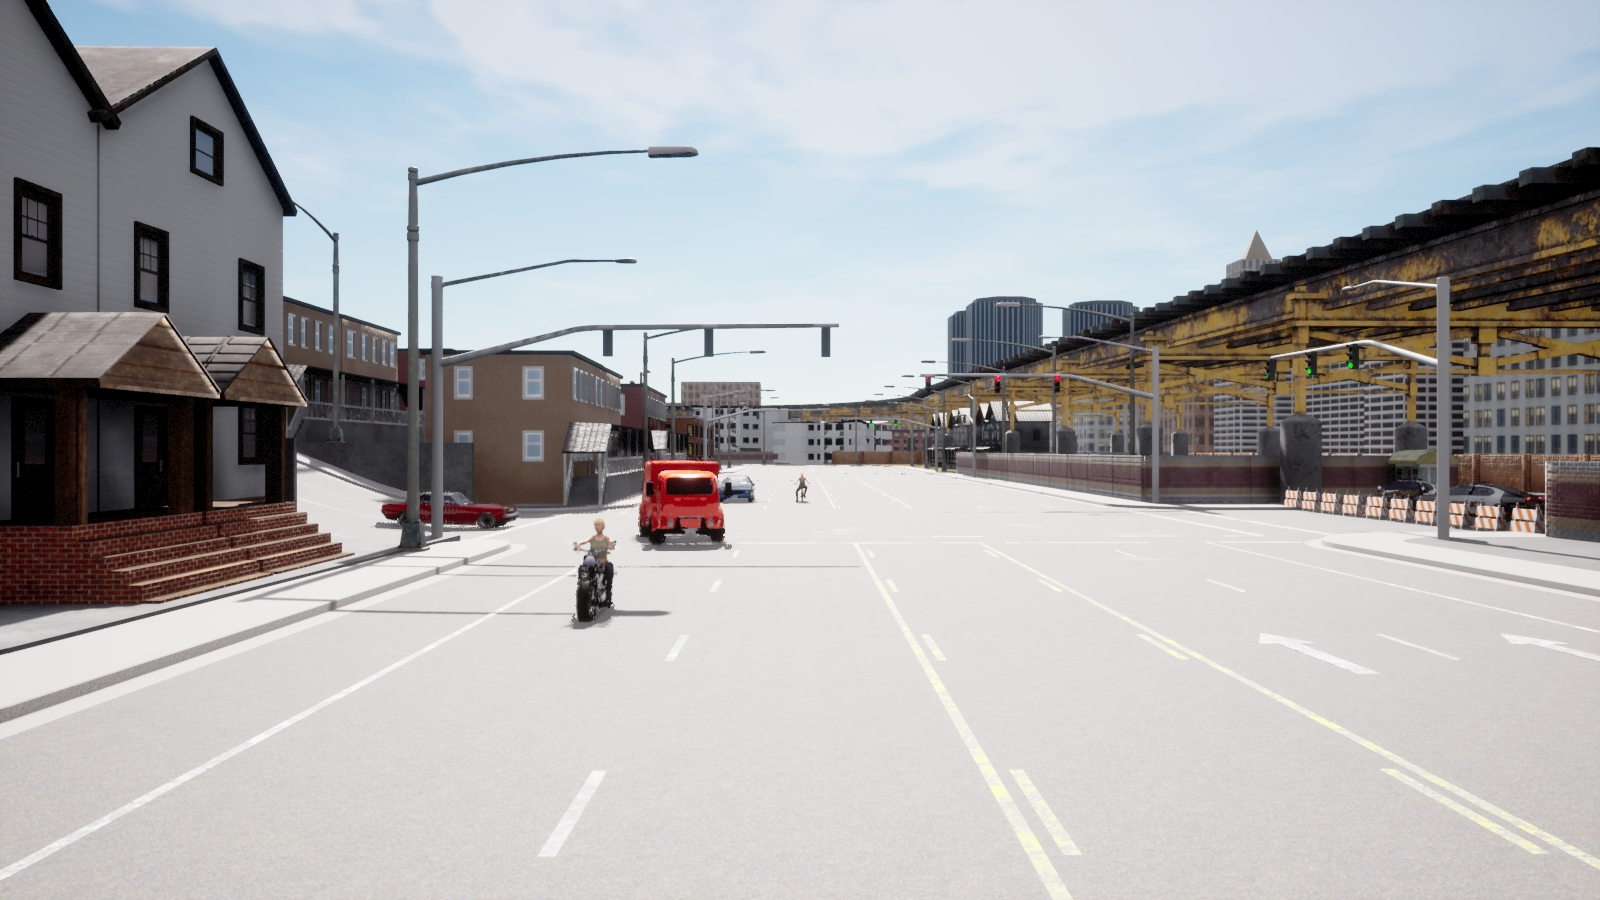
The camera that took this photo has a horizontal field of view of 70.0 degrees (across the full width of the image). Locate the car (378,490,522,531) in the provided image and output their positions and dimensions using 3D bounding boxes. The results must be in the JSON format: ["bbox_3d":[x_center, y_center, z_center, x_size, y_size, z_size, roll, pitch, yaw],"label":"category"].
[{"bbox_3d":[-12.942,2.223,42.403,4.718,1.301,1.895,2,0,1],"label":"car"}]

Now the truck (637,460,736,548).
[{"bbox_3d":[-3.633,1.573,35.542,2.627,2.467,5.204,0,0,-11],"label":"truck"}]

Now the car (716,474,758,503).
[{"bbox_3d":[-3.449,2.106,63.014,2.033,1.411,5.357,0,0,0],"label":"car"}]
